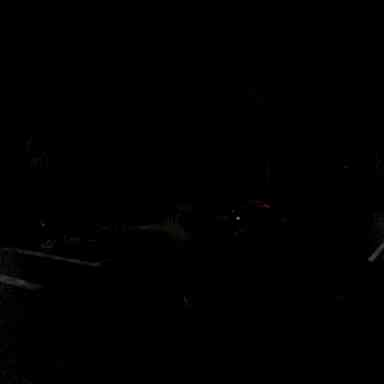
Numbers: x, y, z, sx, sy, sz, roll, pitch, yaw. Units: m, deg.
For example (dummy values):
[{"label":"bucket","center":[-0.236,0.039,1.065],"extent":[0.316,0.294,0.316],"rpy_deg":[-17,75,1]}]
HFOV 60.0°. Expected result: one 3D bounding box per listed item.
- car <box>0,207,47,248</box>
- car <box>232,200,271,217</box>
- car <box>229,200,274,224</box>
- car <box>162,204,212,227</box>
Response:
[{"label":"car","center":[-8.431,1.465,13.437],"extent":[2.097,1.767,4.553],"rpy_deg":[-1,0,42]},{"label":"car","center":[6.037,1.590,33.333],"extent":[1.882,1.535,5.008],"rpy_deg":[0,0,35]},{"label":"car","center":[4.554,1.578,24.774],"extent":[2.128,1.511,4.902],"rpy_deg":[0,0,35]},{"label":"car","center":[-0.242,1.637,24.372],"extent":[1.812,1.442,4.674],"rpy_deg":[0,0,35]}]
